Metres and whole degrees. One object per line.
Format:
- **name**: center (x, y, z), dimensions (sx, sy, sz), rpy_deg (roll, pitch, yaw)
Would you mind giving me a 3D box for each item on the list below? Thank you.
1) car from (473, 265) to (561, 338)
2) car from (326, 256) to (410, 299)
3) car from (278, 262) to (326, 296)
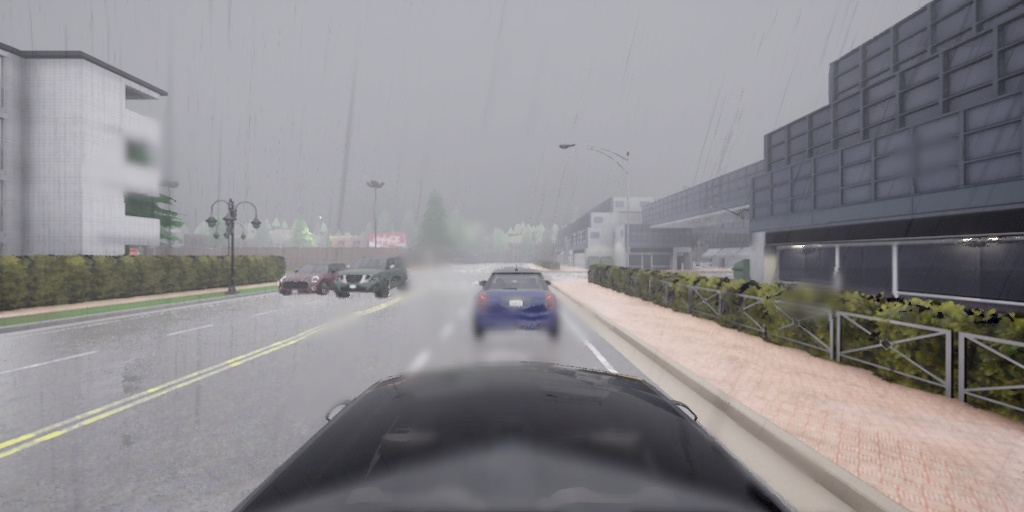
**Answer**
- **car**: center (0.115, 1.124, 10.388), dimensions (2.097, 1.767, 4.553), rpy_deg (0, 0, 0)
- **car**: center (-7.035, 1.019, 18.662), dimensions (2.150, 2.045, 5.566), rpy_deg (0, 0, 1)
- **car**: center (-10.527, 1.149, 19.657), dimensions (2.097, 1.767, 4.553), rpy_deg (0, 0, 1)
